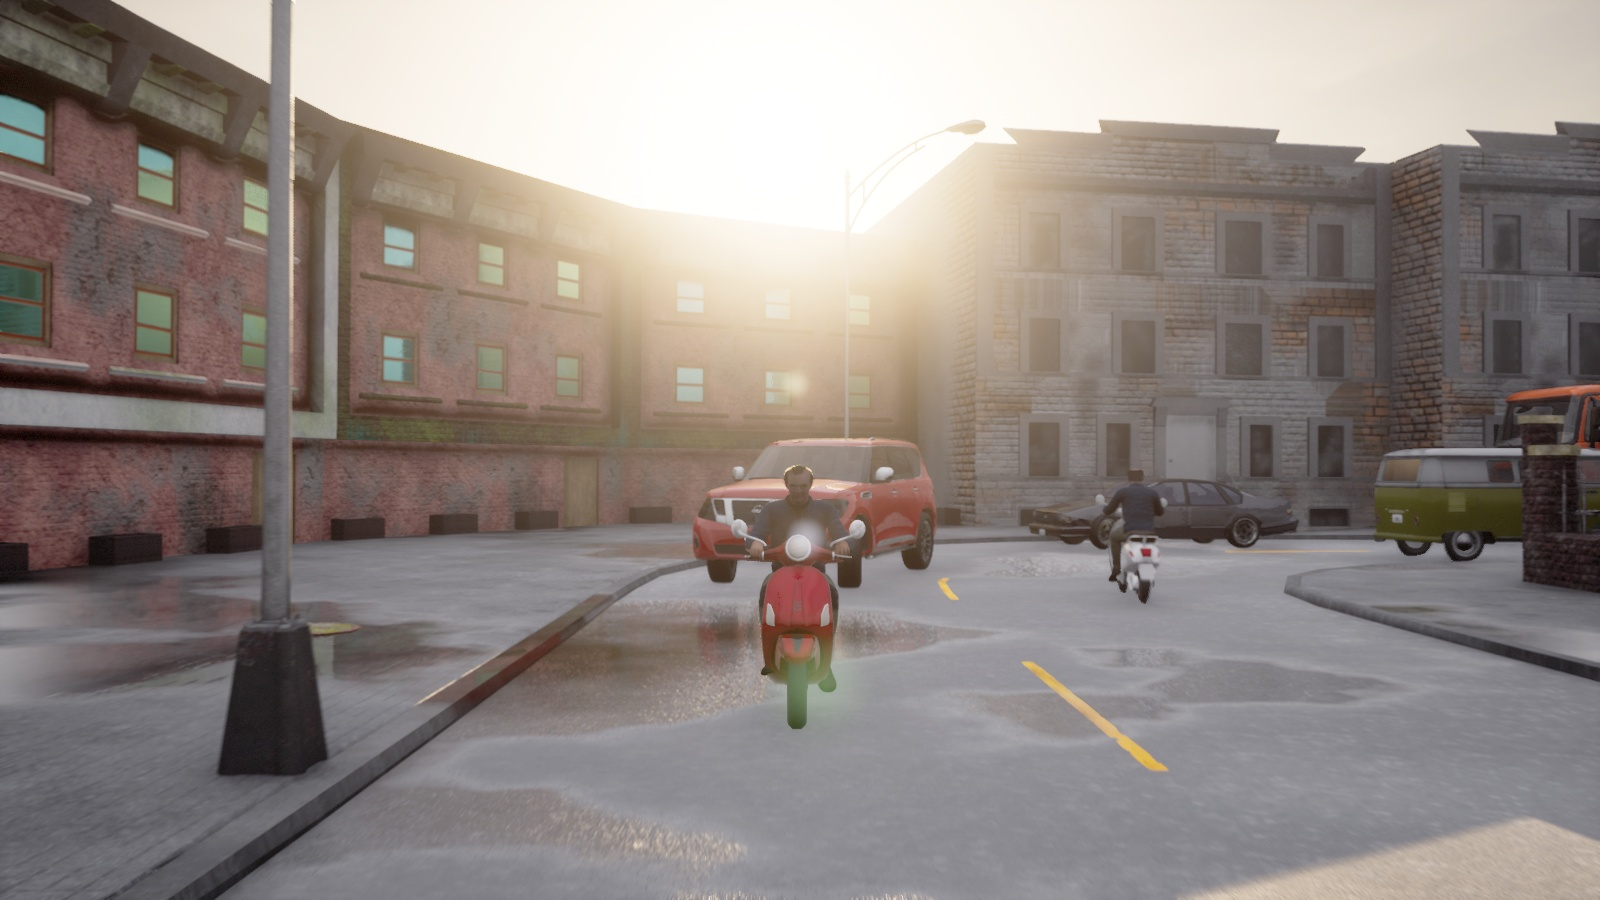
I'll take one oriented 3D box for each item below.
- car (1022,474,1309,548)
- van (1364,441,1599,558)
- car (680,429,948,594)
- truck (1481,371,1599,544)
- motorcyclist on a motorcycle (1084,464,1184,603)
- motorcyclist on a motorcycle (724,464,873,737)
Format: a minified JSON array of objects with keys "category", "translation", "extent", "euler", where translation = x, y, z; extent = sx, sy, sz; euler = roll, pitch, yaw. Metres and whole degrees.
[{"category":"car","translation":[7.518,1.223,26.007],"extent":[5.357,1.411,2.033],"euler":[0,-1,-11]},{"category":"van","translation":[12.699,0.853,22.483],"extent":[4.442,1.987,1.775],"euler":[0,-1,-5]},{"category":"car","translation":[0.447,0.811,18.603],"extent":[2.150,2.045,5.566],"euler":[-1,-1,21]},{"category":"truck","translation":[19.167,0.153,26.559],"extent":[7.936,3.462,2.891],"euler":[0,-1,0]},{"category":"motorcyclist on a motorcycle","translation":[4.079,0.982,15.458],"extent":[0.866,1.590,1.817],"euler":[1,-1,5]},{"category":"motorcyclist on a motorcycle","translation":[-0.006,0.890,8.254],"extent":[0.866,1.590,1.817],"euler":[0,0,0]}]
